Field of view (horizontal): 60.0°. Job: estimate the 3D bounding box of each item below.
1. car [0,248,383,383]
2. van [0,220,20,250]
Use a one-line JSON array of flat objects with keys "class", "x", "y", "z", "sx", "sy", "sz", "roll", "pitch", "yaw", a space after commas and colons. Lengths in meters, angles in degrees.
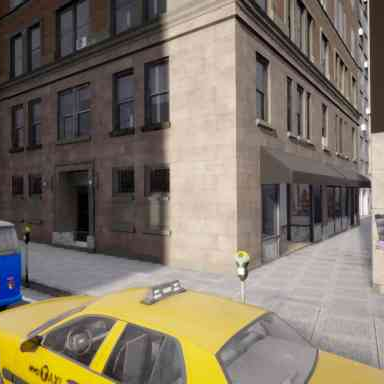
[{"class": "car", "x": -0.473, "y": 1.526, "z": 3.198, "sx": 4.829, "sy": 1.417, "sz": 1.752, "roll": 0, "pitch": -1, "yaw": 36}, {"class": "van", "x": -4.946, "y": 1.342, "z": 6.404, "sx": 3.998, "sy": 1.788, "sz": 1.690, "roll": 0, "pitch": -1, "yaw": 36}]
